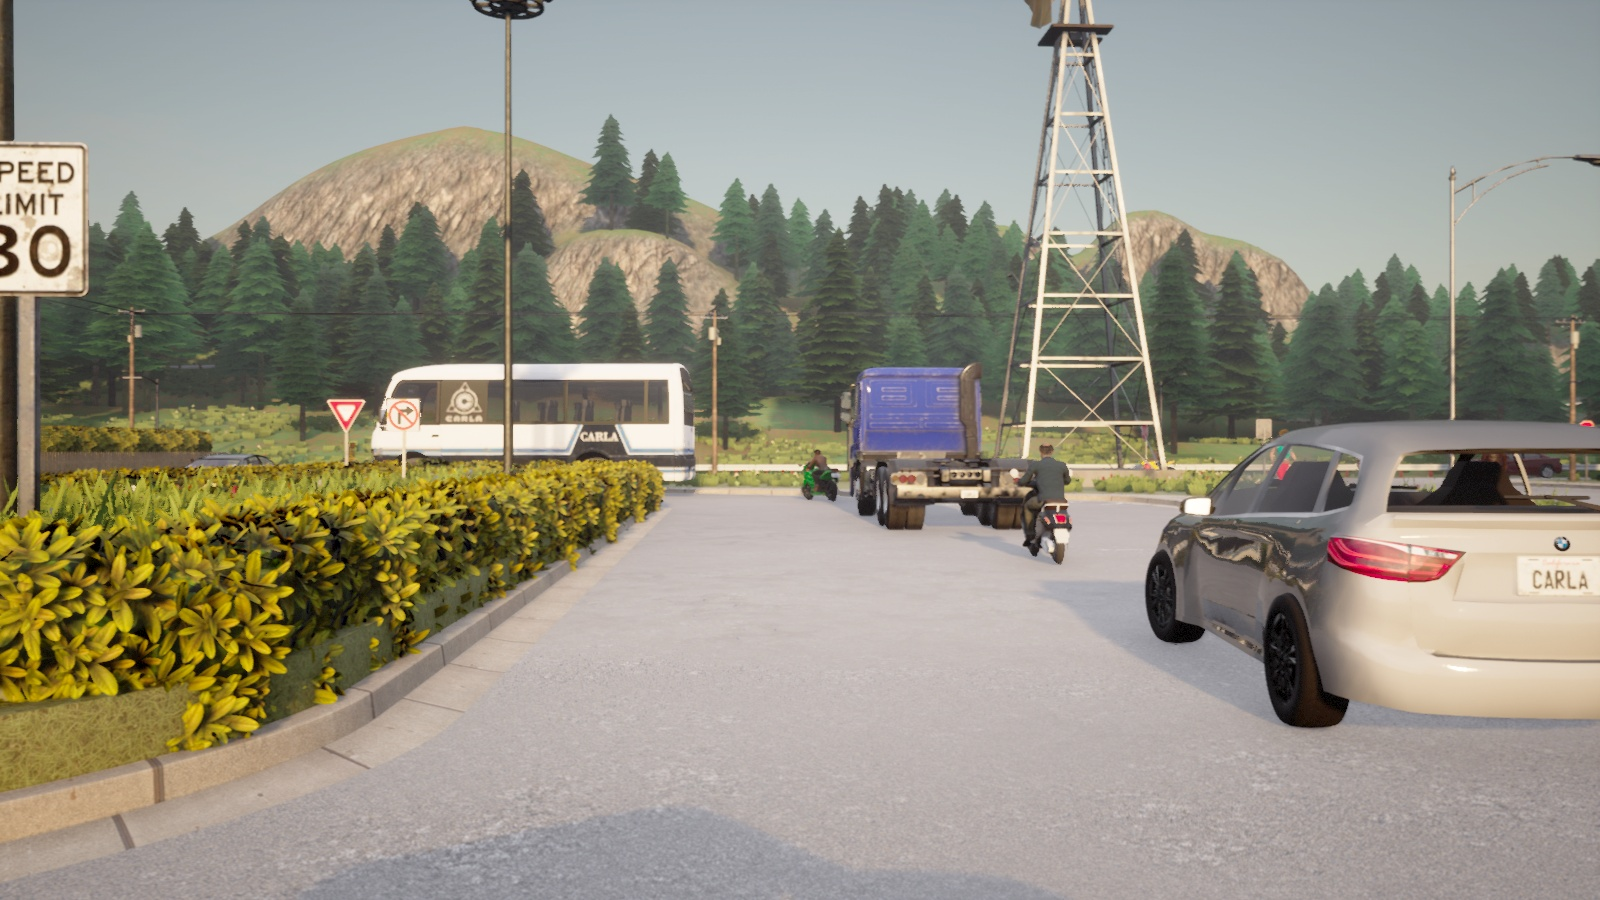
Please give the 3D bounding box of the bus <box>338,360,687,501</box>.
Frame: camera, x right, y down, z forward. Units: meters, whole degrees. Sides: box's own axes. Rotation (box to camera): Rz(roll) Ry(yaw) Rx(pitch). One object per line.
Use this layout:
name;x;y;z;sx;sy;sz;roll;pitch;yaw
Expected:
bus;-8.993;-0.593;40.431;10.273;4.253;3.944;0;0;2

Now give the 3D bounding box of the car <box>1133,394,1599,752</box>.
car;3.767;0.573;8.159;2.242;1.667;4.611;0;0;4

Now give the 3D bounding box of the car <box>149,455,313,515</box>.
car;-14.792;0.856;33.034;2.033;1.411;5.357;0;0;-2

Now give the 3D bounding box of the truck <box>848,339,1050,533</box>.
truck;2.821;-0.250;26.398;2.891;3.462;7.936;0;0;-3

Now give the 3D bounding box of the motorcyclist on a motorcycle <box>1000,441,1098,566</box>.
motorcyclist on a motorcycle;3.324;0.684;16.946;0.866;1.590;1.817;0;0;-3

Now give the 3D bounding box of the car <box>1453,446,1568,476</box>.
car;37.055;0.560;65.560;5.008;1.535;1.882;0;0;-2

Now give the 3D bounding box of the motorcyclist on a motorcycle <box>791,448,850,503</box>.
motorcyclist on a motorcycle;0.577;0.724;36.401;0.797;1.523;2.044;-1;0;-28
